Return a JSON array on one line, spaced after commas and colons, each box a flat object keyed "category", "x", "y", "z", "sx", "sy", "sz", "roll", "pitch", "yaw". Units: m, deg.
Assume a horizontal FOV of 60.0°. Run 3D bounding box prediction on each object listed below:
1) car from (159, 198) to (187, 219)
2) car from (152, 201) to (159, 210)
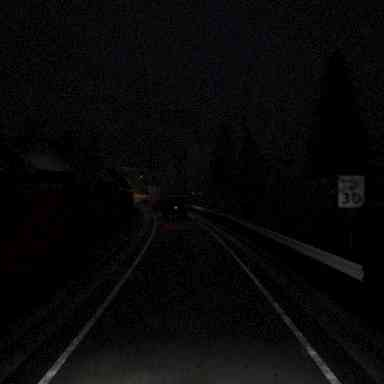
[{"category": "car", "x": -1.795, "y": 1.556, "z": 32.794, "sx": 2.150, "sy": 2.045, "sz": 5.566, "roll": 0, "pitch": -1, "yaw": -7}, {"category": "car", "x": -5.105, "y": 2.093, "z": 51.632, "sx": 1.994, "sy": 1.385, "sz": 4.181, "roll": 0, "pitch": -1, "yaw": -12}]
